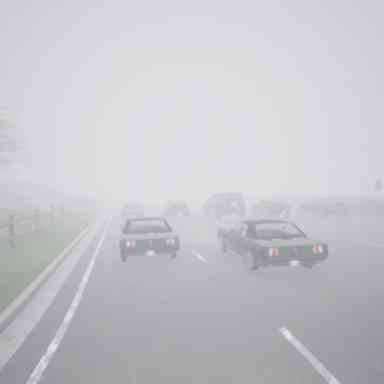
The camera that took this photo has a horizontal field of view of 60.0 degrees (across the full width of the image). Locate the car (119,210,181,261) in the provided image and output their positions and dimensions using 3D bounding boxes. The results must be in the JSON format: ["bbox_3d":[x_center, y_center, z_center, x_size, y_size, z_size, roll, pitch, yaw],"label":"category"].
[{"bbox_3d":[-1.699,1.574,12.332,1.895,1.301,4.718,-1,0,-11],"label":"car"}]

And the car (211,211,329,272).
[{"bbox_3d":[2.189,1.503,10.576,1.895,1.301,4.718,-1,0,-10],"label":"car"}]

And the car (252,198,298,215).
[{"bbox_3d":[6.113,1.248,26.350,1.837,1.490,4.892,-1,0,-12],"label":"car"}]

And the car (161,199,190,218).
[{"bbox_3d":[-1.431,1.393,28.209,1.837,1.490,4.892,-1,0,-12],"label":"car"}]

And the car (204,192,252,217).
[{"bbox_3d":[2.513,1.038,26.441,2.150,2.045,5.566,-1,0,-12],"label":"car"}]

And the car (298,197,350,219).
[{"bbox_3d":[9.888,1.162,25.382,2.128,1.511,4.902,-1,0,-12],"label":"car"}]

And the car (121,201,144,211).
[{"bbox_3d":[-5.307,1.525,29.645,1.994,1.385,4.181,-1,0,-12],"label":"car"}]
